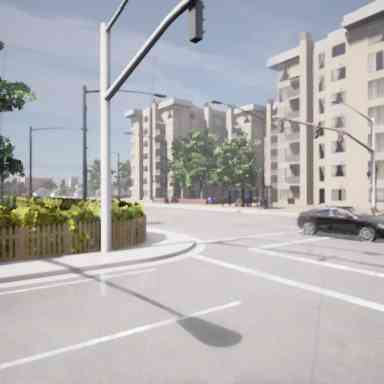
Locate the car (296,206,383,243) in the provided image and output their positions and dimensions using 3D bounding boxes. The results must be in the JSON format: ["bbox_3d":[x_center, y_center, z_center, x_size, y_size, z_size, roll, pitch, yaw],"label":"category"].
[{"bbox_3d":[7.356,1.435,15.954,2.128,1.511,4.902,0,0,-35],"label":"car"}]
